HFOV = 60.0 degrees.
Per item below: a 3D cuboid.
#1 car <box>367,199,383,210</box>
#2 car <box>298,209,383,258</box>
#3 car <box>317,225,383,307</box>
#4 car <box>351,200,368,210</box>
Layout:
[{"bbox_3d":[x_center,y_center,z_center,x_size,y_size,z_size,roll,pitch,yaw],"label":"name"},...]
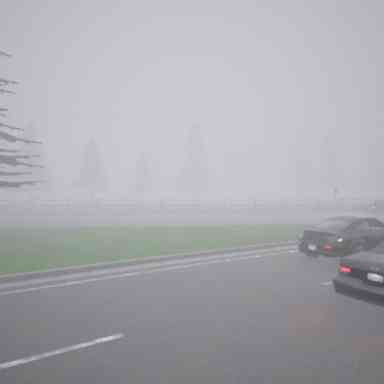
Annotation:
[{"bbox_3d":[19.953,1.578,32.380,4.718,1.301,1.895,0,0,-18],"label":"car"},{"bbox_3d":[5.646,1.518,11.379,4.674,1.442,1.812,0,0,-31],"label":"car"},{"bbox_3d":[5.337,1.542,7.132,5.357,1.411,2.033,0,0,-32],"label":"car"},{"bbox_3d":[19.529,1.501,35.923,4.674,1.442,1.812,0,0,-18],"label":"car"}]
